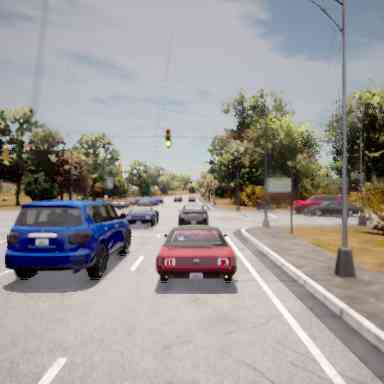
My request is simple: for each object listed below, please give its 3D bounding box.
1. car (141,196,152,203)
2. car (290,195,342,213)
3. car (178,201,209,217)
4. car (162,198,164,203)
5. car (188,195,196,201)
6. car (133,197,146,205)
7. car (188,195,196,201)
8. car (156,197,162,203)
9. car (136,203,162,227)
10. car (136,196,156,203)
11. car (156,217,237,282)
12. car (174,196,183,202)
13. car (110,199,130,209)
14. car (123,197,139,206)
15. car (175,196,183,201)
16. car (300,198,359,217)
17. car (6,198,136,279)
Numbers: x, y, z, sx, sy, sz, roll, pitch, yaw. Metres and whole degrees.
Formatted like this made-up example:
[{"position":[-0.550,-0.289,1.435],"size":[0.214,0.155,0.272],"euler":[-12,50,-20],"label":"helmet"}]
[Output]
[{"position":[-10.513,1.758,76.757],"size":[1.812,1.442,4.674],"euler":[0,0,0],"label":"car"},{"position":[13.437,1.330,35.589],"size":[5.566,2.045,2.150],"euler":[0,0,4],"label":"car"},{"position":[0.096,1.559,21.892],"size":[2.128,1.511,4.902],"euler":[0,0,0],"label":"car"},{"position":[-7.012,1.809,69.972],"size":[1.895,1.301,4.718],"euler":[0,0,0],"label":"car"},{"position":[-0.013,1.775,79.292],"size":[2.033,1.411,5.357],"euler":[0,0,0],"label":"car"},{"position":[-10.511,1.767,66.728],"size":[1.994,1.385,4.181],"euler":[0,0,0],"label":"car"},{"position":[-0.015,1.634,89.711],"size":[1.882,1.535,5.008],"euler":[0,0,0],"label":"car"},{"position":[-7.042,1.660,59.667],"size":[1.882,1.535,5.008],"euler":[0,0,1],"label":"car"},{"position":[-3.405,1.673,23.579],"size":[1.895,1.301,4.718],"euler":[0,0,0],"label":"car"},{"position":[-7.090,1.680,50.337],"size":[1.812,1.442,4.674],"euler":[0,0,0],"label":"car"},{"position":[0.102,1.631,9.802],"size":[1.895,1.301,4.718],"euler":[0,0,0],"label":"car"},{"position":[-3.513,1.775,81.674],"size":[2.128,1.511,4.902],"euler":[0,0,0],"label":"car"},{"position":[-10.595,1.751,48.970],"size":[1.895,1.301,4.718],"euler":[0,0,0],"label":"car"},{"position":[-10.556,1.703,58.004],"size":[1.812,1.442,4.674],"euler":[0,0,0],"label":"car"},{"position":[-3.515,1.819,91.443],"size":[2.033,1.411,5.357],"euler":[0,0,0],"label":"car"},{"position":[13.390,1.603,32.071],"size":[4.892,1.490,1.837],"euler":[0,0,3],"label":"car"},{"position":[-3.405,1.253,10.301],"size":[2.150,2.045,5.566],"euler":[0,0,1],"label":"car"}]
